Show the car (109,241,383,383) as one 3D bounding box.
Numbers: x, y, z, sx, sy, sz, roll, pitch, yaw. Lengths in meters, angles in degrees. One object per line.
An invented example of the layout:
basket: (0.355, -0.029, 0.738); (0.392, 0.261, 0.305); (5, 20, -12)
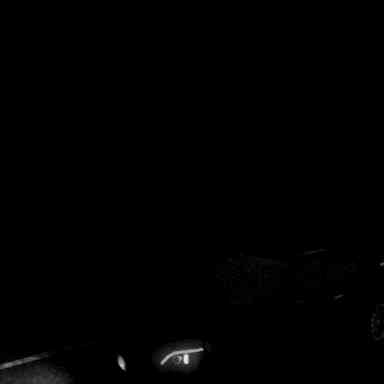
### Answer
car: (1.170, 1.518, 4.837); (4.674, 1.442, 1.812); (0, 0, -35)
